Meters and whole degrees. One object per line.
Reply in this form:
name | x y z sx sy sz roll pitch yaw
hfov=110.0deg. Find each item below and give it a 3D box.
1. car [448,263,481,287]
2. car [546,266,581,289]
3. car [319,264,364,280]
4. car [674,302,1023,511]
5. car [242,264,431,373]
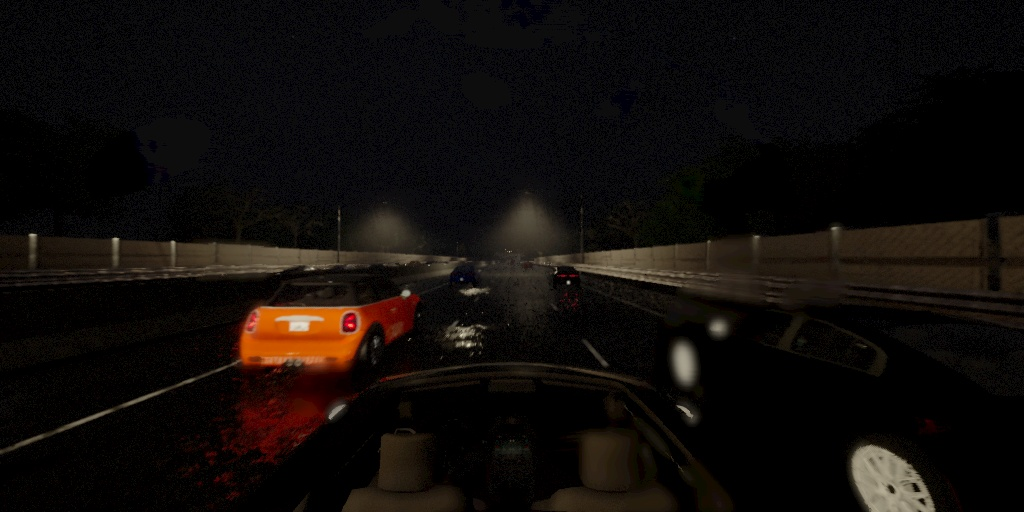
car | -3.389 1.450 26.639 1.882 1.535 5.008 0 -1 0
car | 3.610 1.464 25.338 1.837 1.490 4.892 0 -1 0
car | -17.562 1.622 37.281 2.033 1.411 5.357 0 -1 0
car | 3.602 1.247 3.964 1.882 1.535 5.008 0 -1 0
car | -3.396 1.156 7.853 2.097 1.767 4.553 0 0 0
